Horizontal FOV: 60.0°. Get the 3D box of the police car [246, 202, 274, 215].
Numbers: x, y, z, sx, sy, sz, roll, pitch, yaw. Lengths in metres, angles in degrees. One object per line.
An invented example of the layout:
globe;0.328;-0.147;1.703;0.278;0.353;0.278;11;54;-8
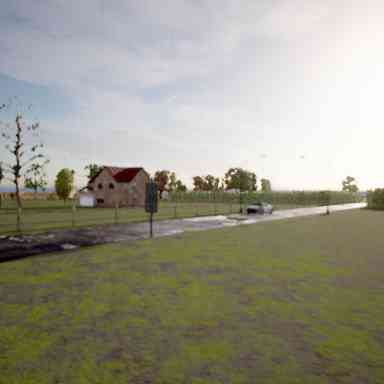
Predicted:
police car;8.473;2.044;41.516;2.038;1.542;4.974;1;0;35
